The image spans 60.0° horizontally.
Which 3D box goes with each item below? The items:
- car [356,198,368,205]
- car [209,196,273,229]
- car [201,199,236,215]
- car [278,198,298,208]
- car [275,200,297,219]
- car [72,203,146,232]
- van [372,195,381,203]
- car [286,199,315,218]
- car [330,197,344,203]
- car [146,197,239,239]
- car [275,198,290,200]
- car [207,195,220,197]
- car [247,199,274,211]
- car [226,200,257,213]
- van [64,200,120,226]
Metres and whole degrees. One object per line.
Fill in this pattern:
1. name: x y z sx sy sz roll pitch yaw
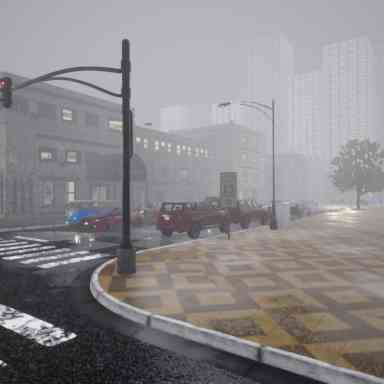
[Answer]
1. car: 32.151 1.801 62.815 2.008 1.369 4.403 -1 -1 35
2. car: 3.390 1.367 22.263 2.192 1.841 5.009 -1 -1 35
3. car: 2.945 1.569 36.120 1.967 1.590 4.097 -1 -1 35
4. car: 15.628 1.742 54.003 1.752 1.417 4.829 -1 -1 35
5. car: 6.587 1.616 26.767 1.887 1.381 4.507 -1 -1 35
6. car: -4.889 1.623 20.597 1.994 1.385 4.181 0 0 35
7. van: 44.931 1.694 80.842 1.690 1.788 3.998 -1 -1 35
8. car: 9.783 1.657 31.273 1.947 1.339 4.313 -1 -1 35
9. car: 34.899 1.915 81.179 2.008 1.369 4.403 -1 -1 35
10. car: 0.195 1.349 17.757 2.192 1.841 5.009 -1 -1 35
11. car: 10.587 1.679 42.356 1.812 1.442 4.674 0 0 35
12. car: 2.243 1.319 30.651 2.150 2.045 5.566 0 0 35
13. car: 9.336 1.722 45.130 2.008 1.369 4.403 -1 -1 35
14. car: 6.140 1.701 40.624 2.008 1.369 4.403 -1 -1 35
15. van: -6.642 1.413 22.602 1.690 1.788 3.998 -1 0 35
